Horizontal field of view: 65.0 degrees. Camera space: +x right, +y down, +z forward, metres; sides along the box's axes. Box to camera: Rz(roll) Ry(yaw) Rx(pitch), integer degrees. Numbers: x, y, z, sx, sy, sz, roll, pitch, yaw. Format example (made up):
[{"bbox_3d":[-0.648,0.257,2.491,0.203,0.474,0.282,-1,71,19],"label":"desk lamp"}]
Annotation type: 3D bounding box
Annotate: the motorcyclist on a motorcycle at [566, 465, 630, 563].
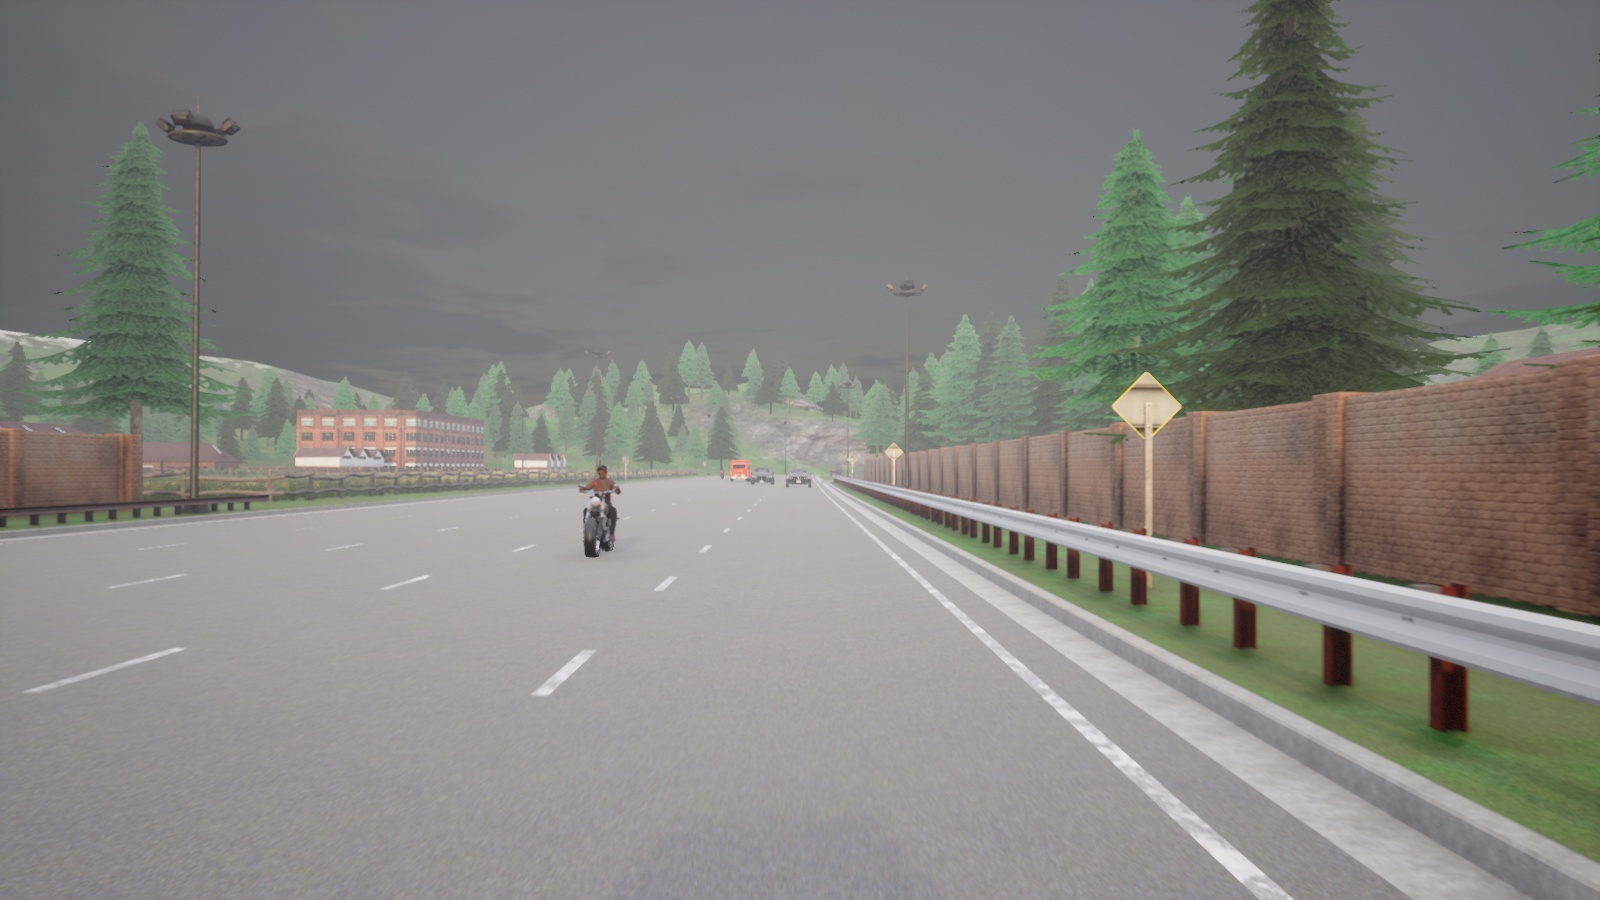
[{"bbox_3d":[-3.554,1.095,22.312,0.766,1.649,2.350,0,-1,0],"label":"motorcyclist on a motorcycle"}]
